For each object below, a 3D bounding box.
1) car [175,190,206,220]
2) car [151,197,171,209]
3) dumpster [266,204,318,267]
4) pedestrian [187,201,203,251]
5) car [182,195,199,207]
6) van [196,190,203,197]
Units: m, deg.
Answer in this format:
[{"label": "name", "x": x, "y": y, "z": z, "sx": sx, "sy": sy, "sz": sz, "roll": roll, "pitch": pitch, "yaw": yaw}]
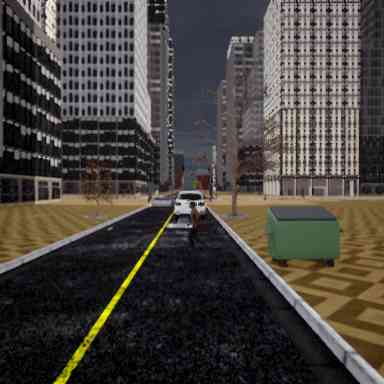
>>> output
[{"label": "car", "x": -0.122, "y": 0.942, "z": 25.189, "sx": 2.150, "sy": 2.045, "sz": 5.566, "roll": 0, "pitch": 1, "yaw": 0}, {"label": "car", "x": -3.352, "y": 1.189, "z": 36.801, "sx": 1.895, "sy": 1.301, "sz": 4.718, "roll": 0, "pitch": 1, "yaw": 0}, {"label": "dumpster", "x": 3.062, "y": 1.279, "z": 10.400, "sx": 1.020, "sy": 1.700, "sz": 1.940, "roll": 0, "pitch": 0, "yaw": 0}, {"label": "pedestrian", "x": 0.088, "y": 1.162, "z": 11.783, "sx": 0.375, "sy": 1.860, "sz": 0.375, "roll": 0, "pitch": 0, "yaw": -1}, {"label": "car", "x": -0.210, "y": 1.075, "z": 42.223, "sx": 2.033, "sy": 1.411, "sz": 5.357, "roll": 0, "pitch": 1, "yaw": 0}, {"label": "van", "x": 2.047, "y": 0.317, "z": 90.914, "sx": 1.690, "sy": 1.788, "sz": 3.998, "roll": 0, "pitch": 1, "yaw": 0}]
